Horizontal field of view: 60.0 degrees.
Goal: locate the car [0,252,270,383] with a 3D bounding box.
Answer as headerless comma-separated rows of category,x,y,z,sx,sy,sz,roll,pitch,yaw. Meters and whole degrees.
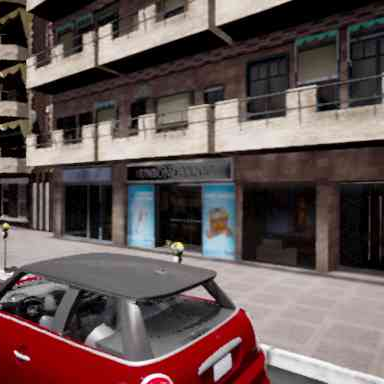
car,-1.331,1.436,3.822,4.097,1.590,1.967,0,0,36
